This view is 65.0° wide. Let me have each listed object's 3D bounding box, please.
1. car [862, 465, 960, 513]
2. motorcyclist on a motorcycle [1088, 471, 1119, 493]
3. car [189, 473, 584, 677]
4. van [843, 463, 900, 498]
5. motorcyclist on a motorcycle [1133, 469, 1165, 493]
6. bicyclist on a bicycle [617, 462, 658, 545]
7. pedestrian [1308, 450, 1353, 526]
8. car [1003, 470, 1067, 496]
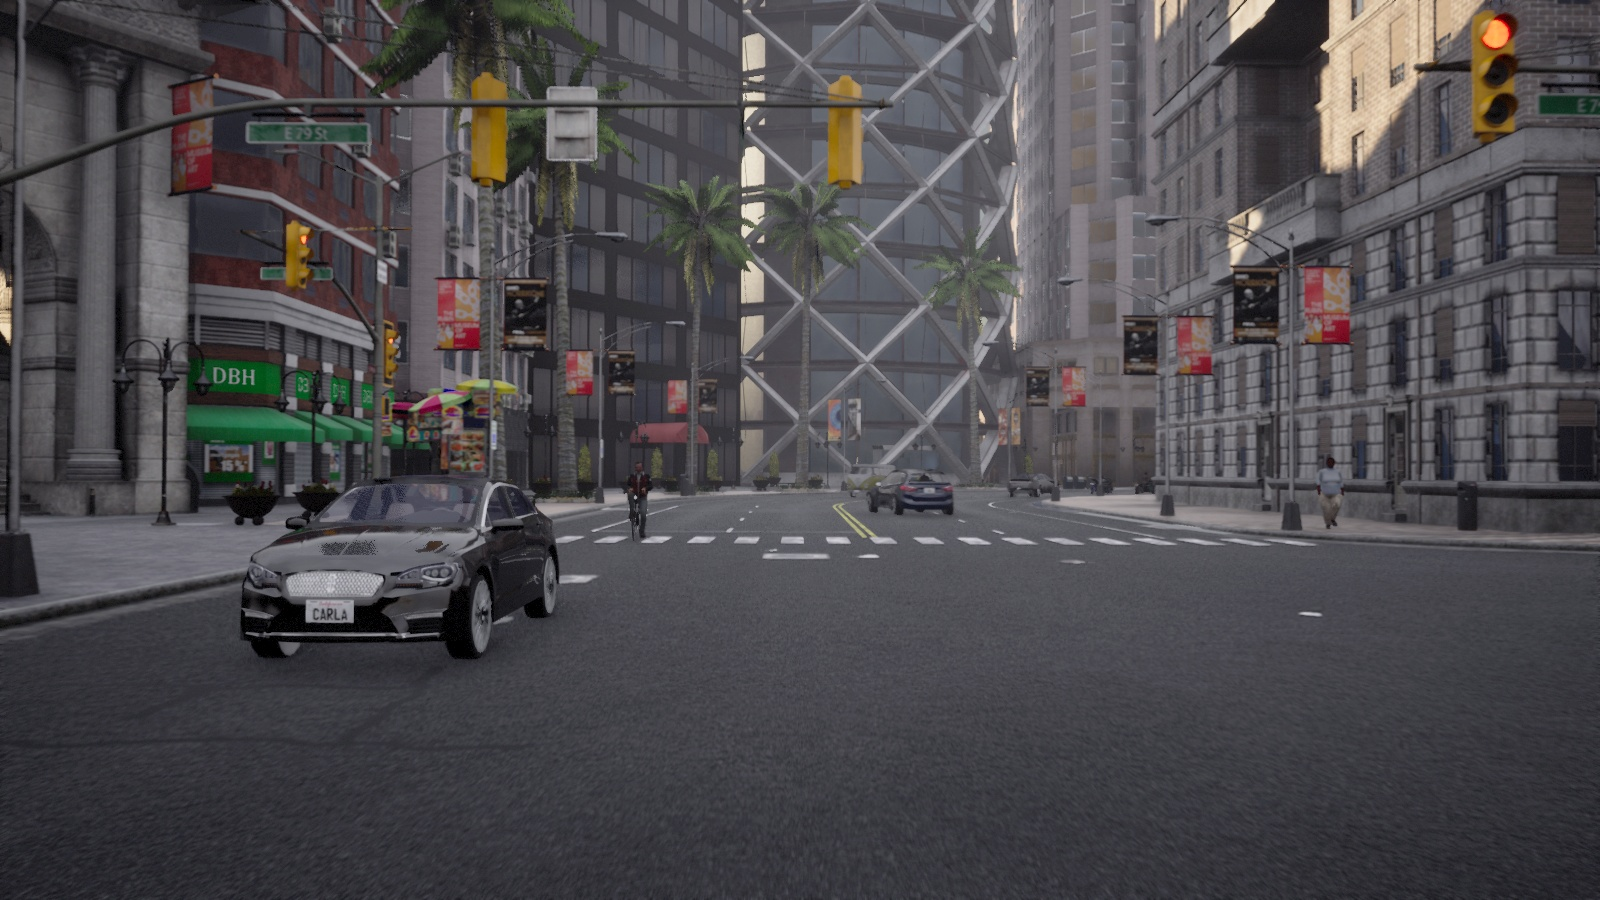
[{"bbox_3d":[4.044,1.424,46.693,2.242,1.667,4.611,0,-1,-14],"label":"car"},{"bbox_3d":[21.584,2.258,89.290,2.191,1.530,0.866,0,-1,-33],"label":"motorcyclist on a motorcycle"},{"bbox_3d":[-3.529,0.984,11.883,2.128,1.511,4.902,0,-1,0],"label":"car"},{"bbox_3d":[4.247,1.789,73.973,1.775,1.987,4.442,-1,-1,26],"label":"van"},{"bbox_3d":[24.080,2.120,86.670,2.350,1.649,0.766,1,-1,-32],"label":"motorcyclist on a motorcycle"},{"bbox_3d":[-3.568,1.163,27.682,0.659,1.776,1.843,0,-1,0],"label":"bicyclist on a bicycle"},{"bbox_3d":[13.131,0.940,31.112,0.874,1.855,0.900,0,-1,12],"label":"pedestrian"},{"bbox_3d":[14.623,2.017,77.954,2.128,1.511,4.902,-1,-1,34],"label":"car"}]
